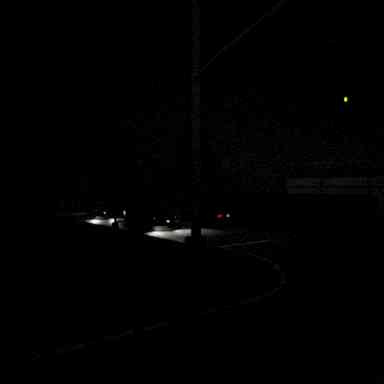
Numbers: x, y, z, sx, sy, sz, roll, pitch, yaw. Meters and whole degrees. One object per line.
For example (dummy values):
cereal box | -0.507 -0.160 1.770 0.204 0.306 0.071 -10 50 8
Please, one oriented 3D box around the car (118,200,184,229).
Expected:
car | -2.846 1.505 21.858 1.837 1.490 4.892 0 0 -36

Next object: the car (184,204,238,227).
car | 0.791 1.547 23.088 2.033 1.411 5.357 0 0 -36

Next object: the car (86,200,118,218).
car | -8.378 1.505 30.099 1.837 1.490 4.892 0 0 -26
